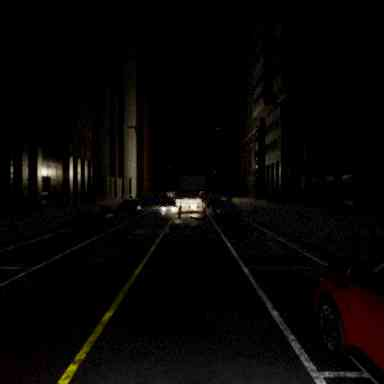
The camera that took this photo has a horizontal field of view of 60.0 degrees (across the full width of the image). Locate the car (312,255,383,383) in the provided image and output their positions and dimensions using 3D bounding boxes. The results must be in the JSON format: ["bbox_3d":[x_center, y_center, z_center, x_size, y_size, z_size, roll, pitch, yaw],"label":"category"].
[{"bbox_3d":[2.760,1.295,2.833,2.192,1.841,5.009,0,0,0],"label":"car"}]

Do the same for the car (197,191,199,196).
[{"bbox_3d":[2.769,0.844,76.104,2.192,1.841,5.009,0,0,0],"label":"car"}]

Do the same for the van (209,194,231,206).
[{"bbox_3d":[2.763,1.143,31.014,1.690,1.788,3.998,0,0,0],"label":"van"}]

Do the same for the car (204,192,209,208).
[{"bbox_3d":[2.765,1.174,42.287,1.967,1.590,4.097,0,0,0],"label":"car"}]

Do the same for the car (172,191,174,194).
[{"bbox_3d":[-5.756,0.969,76.097,1.967,1.590,4.097,0,0,0],"label":"car"}]

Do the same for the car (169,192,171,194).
[{"bbox_3d":[-5.757,1.142,64.824,1.887,1.381,4.507,0,0,0],"label":"car"}]

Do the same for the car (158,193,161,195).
[{"bbox_3d":[-5.759,1.265,47.914,1.947,1.339,4.313,0,0,0],"label":"car"}]

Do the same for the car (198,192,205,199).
[{"bbox_3d":[2.768,1.038,64.831,1.967,1.590,4.097,0,0,0],"label":"car"}]

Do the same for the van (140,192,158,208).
[{"bbox_3d":[-5.760,1.075,42.276,1.690,1.788,3.998,0,0,0],"label":"van"}]

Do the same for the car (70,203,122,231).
[{"bbox_3d":[-5.762,1.416,19.731,1.887,1.381,4.507,0,0,0],"label":"car"}]

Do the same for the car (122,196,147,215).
[{"bbox_3d":[-5.761,1.368,31.004,1.947,1.339,4.313,0,0,0],"label":"car"}]

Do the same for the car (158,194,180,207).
[{"bbox_3d":[-3.080,1.287,44.006,1.994,1.385,4.181,0,0,0],"label":"car"}]

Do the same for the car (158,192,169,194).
[{"bbox_3d":[-5.758,0.946,59.185,2.192,1.841,5.009,0,0,0],"label":"car"}]

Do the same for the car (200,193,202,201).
[{"bbox_3d":[2.767,1.216,53.560,2.008,1.369,4.403,0,0,0],"label":"car"}]

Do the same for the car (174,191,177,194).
[{"bbox_3d":[-5.754,0.902,87.370,1.967,1.590,4.097,0,0,0],"label":"car"}]

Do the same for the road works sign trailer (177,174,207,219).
[{"bbox_3d":[0.003,0.289,27.325,2.380,3.560,2.880,0,0,0],"label":"road works sign trailer"}]

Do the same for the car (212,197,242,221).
[{"bbox_3d":[2.763,1.361,25.549,1.752,1.417,4.829,0,0,0],"label":"car"}]
